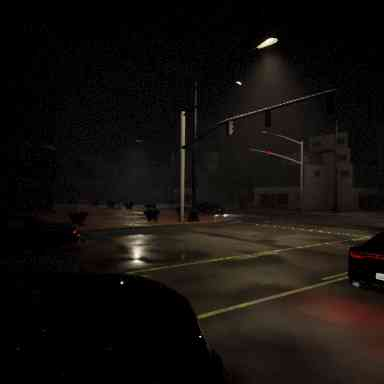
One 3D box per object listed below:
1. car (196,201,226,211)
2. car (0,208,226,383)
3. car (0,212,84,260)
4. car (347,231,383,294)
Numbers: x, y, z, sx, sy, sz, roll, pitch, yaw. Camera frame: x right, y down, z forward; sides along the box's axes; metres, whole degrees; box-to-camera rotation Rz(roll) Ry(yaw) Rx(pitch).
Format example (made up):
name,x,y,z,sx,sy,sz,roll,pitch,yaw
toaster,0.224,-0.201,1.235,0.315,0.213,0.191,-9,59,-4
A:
name,x,y,z,sx,sy,sz,roll,pitch,yaw
car,1.756,1.656,36.088,1.994,1.385,4.181,1,-1,-35
car,-2.382,1.222,2.045,5.566,2.045,2.150,0,0,-36
car,-6.909,1.550,11.960,5.357,1.411,2.033,0,0,-35
car,5.700,1.498,7.843,5.008,1.535,1.882,0,0,-35
